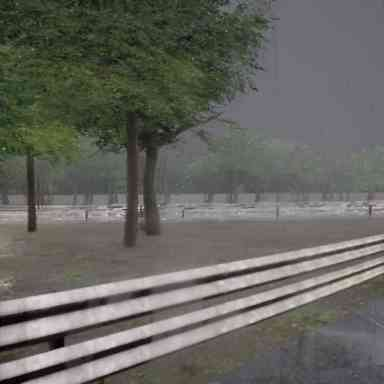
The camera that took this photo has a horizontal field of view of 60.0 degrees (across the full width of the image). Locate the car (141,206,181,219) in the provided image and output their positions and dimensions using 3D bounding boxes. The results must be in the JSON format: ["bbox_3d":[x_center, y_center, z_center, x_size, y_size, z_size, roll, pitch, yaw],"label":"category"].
[{"bbox_3d":[-3.799,2.473,40.847,4.892,1.490,1.837,-1,0,-2],"label":"car"}]
